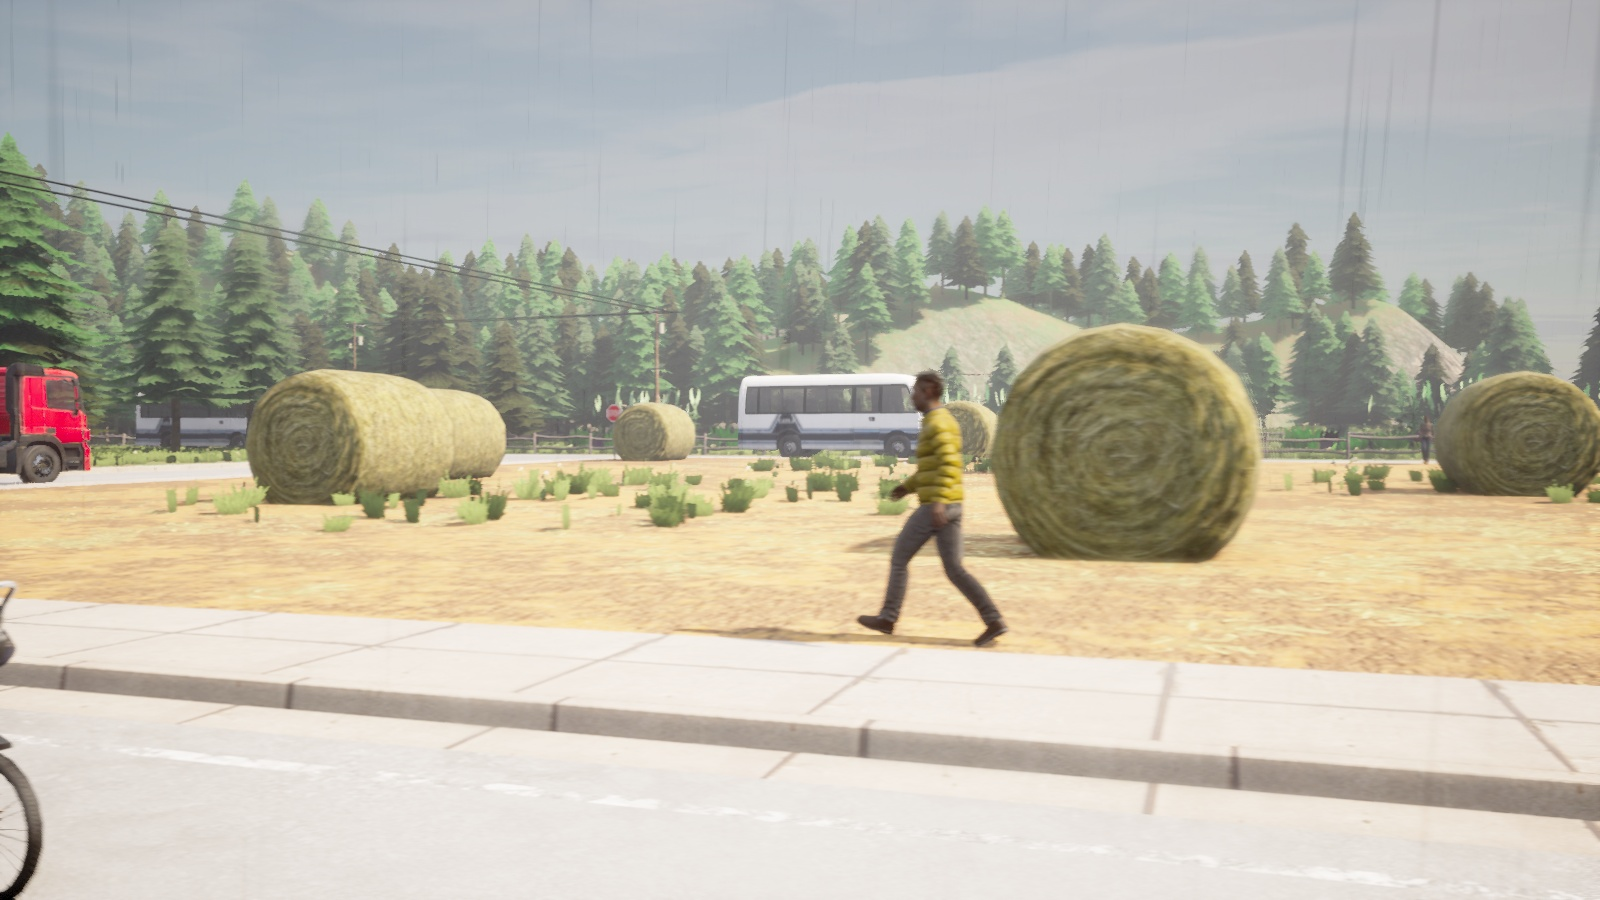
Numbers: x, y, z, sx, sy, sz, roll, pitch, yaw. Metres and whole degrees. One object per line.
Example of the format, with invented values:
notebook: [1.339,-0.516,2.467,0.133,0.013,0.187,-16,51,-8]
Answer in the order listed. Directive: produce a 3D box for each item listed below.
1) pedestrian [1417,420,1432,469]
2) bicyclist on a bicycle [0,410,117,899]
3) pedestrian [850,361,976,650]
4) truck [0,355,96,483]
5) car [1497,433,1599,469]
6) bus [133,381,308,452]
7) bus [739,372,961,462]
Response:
pedestrian: [23.173,-0.200,46.625,0.328,1.805,0.869,1,1,36]
bicyclist on a bicycle: [-3.292,0.672,4.304,1.509,1.612,0.866,0,1,18]
pedestrian: [0.750,0.349,8.324,0.709,1.840,0.431,1,1,26]
truck: [-23.469,-0.846,33.789,2.891,3.462,7.936,1,1,20]
car: [32.365,0.030,54.146,3.806,1.475,1.970,1,1,22]
bus: [-36.282,-2.123,78.573,10.273,4.253,3.944,1,1,22]
bus: [2.476,-1.630,62.669,10.273,4.253,3.944,1,1,22]
